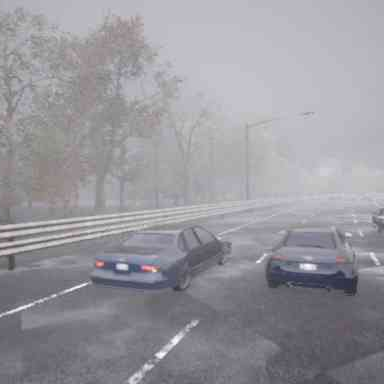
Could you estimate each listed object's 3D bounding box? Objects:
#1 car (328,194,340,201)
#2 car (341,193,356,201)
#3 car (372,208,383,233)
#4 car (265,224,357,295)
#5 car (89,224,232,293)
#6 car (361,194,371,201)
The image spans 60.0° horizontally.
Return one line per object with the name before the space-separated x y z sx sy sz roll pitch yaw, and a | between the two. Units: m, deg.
car | 33.730 1.409 79.743 1.837 1.490 4.892 -1 0 29
car | 37.178 1.214 78.762 2.097 1.767 4.553 -1 0 29
car | 11.346 1.521 18.782 1.895 1.301 4.718 -1 0 24
car | 3.251 1.554 8.908 1.994 1.385 4.181 -1 0 23
car | -0.460 1.590 9.180 2.033 1.411 5.357 -1 0 23
car | 40.459 1.361 77.463 1.994 1.385 4.181 -1 0 29
